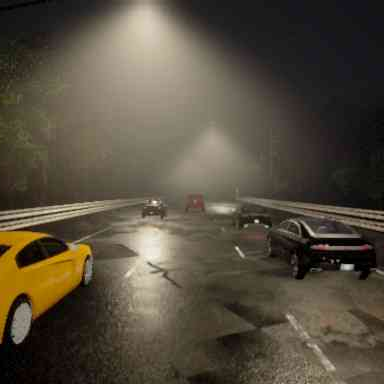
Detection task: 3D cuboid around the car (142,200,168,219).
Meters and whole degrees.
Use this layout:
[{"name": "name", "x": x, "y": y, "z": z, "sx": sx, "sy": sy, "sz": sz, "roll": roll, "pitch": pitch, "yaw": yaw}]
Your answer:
[{"name": "car", "x": -3.192, "y": 1.476, "z": 29.154, "sx": 2.128, "sy": 1.511, "sz": 4.902, "roll": 0, "pitch": 0, "yaw": 1}]

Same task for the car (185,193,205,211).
[{"name": "car", "x": 0.389, "y": 1.197, "z": 39.781, "sx": 2.150, "sy": 2.045, "sz": 5.566, "roll": 0, "pitch": 0, "yaw": 1}]

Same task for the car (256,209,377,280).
[{"name": "car", "x": 3.523, "y": 1.488, "z": 9.954, "sx": 2.128, "sy": 1.511, "sz": 4.902, "roll": 0, "pitch": 0, "yaw": 0}]

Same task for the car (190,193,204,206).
[{"name": "car", "x": 0.842, "y": 1.185, "z": 55.905, "sx": 2.150, "sy": 2.045, "sz": 5.566, "roll": 0, "pitch": 0, "yaw": 2}]

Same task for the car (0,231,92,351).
[{"name": "car", "x": -3.384, "y": 1.475, "z": 6.217, "sx": 1.882, "sy": 1.535, "sz": 5.008, "roll": 0, "pitch": 0, "yaw": 0}]

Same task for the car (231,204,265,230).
[{"name": "car", "x": 3.604, "y": 1.469, "z": 20.908, "sx": 1.882, "sy": 1.535, "sz": 5.008, "roll": 0, "pitch": 0, "yaw": 1}]
